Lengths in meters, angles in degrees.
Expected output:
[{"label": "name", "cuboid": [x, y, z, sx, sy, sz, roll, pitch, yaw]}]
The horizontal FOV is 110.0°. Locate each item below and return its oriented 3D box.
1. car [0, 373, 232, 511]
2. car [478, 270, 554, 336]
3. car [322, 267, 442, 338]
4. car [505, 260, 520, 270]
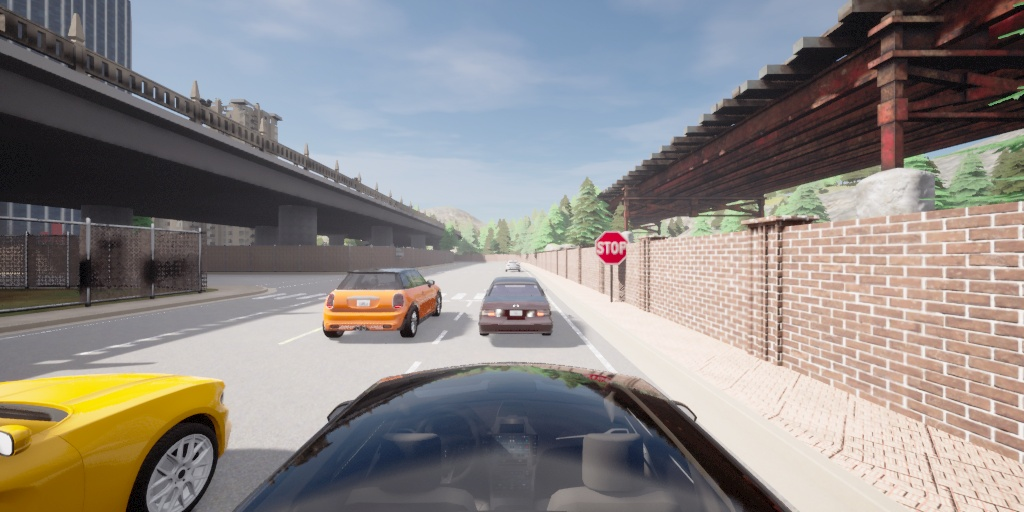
[{"label": "car", "cuboid": [-3.397, 1.228, 1.092, 1.882, 1.535, 5.008, 0, 0, 0]}, {"label": "car", "cuboid": [0.088, 1.297, 10.369, 2.033, 1.411, 5.357, 0, 0, 0]}, {"label": "car", "cuboid": [-3.413, 1.102, 10.350, 2.097, 1.767, 4.553, 0, 0, 0]}, {"label": "car", "cuboid": [0.113, 1.276, 46.246, 1.812, 1.442, 4.674, 0, 0, -1]}]
